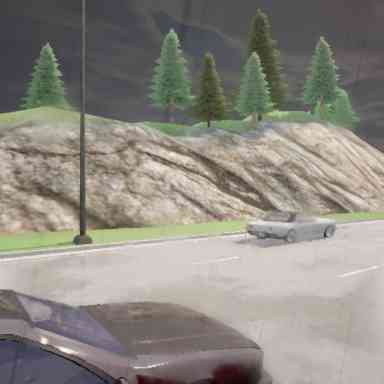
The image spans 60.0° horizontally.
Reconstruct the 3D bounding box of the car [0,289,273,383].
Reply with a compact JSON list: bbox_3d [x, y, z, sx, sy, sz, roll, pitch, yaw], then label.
[{"bbox_3d":[-1.824,1.547,2.421,5.357,1.411,2.033,0,0,-36],"label":"car"}]

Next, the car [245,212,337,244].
[{"bbox_3d":[4.850,1.601,15.825,4.718,1.301,1.895,0,0,-36],"label":"car"}]
